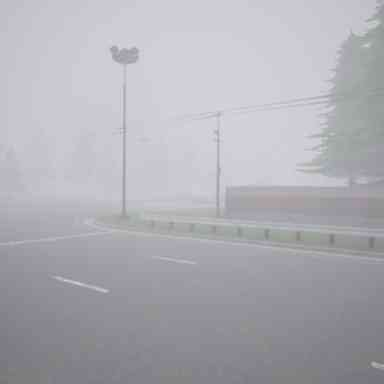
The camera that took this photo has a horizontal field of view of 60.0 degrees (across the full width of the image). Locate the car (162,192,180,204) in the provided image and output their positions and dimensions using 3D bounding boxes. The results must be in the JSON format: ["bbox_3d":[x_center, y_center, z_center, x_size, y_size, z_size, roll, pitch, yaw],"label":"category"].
[{"bbox_3d":[-2.166,0.979,58.885,2.150,2.045,5.566,1,1,37],"label":"car"}]

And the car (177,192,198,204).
[{"bbox_3d":[0.298,1.279,56.357,2.128,1.511,4.902,1,0,36],"label":"car"}]

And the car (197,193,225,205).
[{"bbox_3d":[3.322,1.339,54.583,1.812,1.442,4.674,1,0,36],"label":"car"}]

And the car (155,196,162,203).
[{"bbox_3d":[-4.711,1.211,61.319,1.882,1.535,5.008,1,0,37],"label":"car"}]
